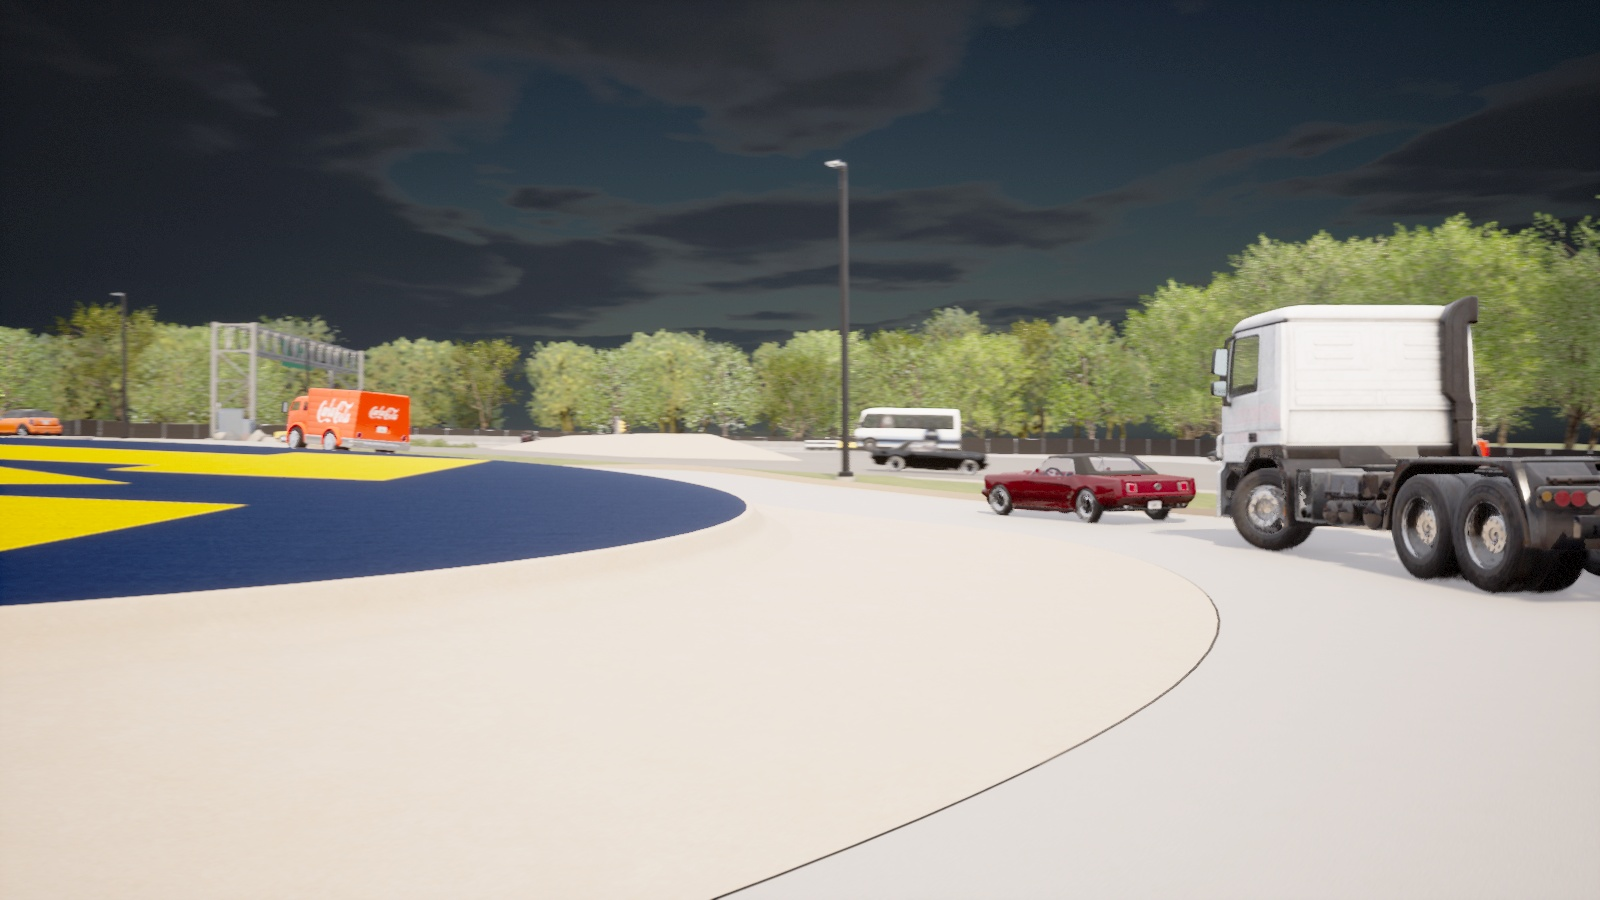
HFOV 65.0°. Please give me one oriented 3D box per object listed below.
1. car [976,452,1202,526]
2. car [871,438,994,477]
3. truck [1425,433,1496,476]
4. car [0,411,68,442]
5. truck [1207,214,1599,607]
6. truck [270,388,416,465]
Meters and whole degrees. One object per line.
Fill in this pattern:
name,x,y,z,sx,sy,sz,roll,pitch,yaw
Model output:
car,5.625,0.704,25.104,1.895,1.301,4.718,-1,0,-25
car,5.269,0.271,50.006,4.718,1.301,1.895,2,1,6
truck,43.775,0.279,83.368,2.627,2.467,5.204,-1,4,9
car,-45.081,-1.353,73.072,4.553,1.767,2.097,0,1,26
truck,7.894,-0.364,15.136,2.891,3.462,7.936,0,0,-4
truck,-17.009,-0.903,46.644,5.204,2.467,2.627,4,-1,39
